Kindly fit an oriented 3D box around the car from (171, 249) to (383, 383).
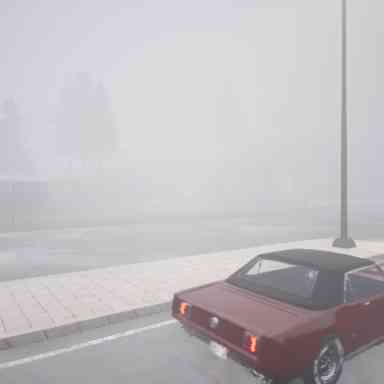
[{"bbox_3d":[2.124,1.600,5.259,4.718,1.301,1.895,0,0,-35],"label":"car"}]
